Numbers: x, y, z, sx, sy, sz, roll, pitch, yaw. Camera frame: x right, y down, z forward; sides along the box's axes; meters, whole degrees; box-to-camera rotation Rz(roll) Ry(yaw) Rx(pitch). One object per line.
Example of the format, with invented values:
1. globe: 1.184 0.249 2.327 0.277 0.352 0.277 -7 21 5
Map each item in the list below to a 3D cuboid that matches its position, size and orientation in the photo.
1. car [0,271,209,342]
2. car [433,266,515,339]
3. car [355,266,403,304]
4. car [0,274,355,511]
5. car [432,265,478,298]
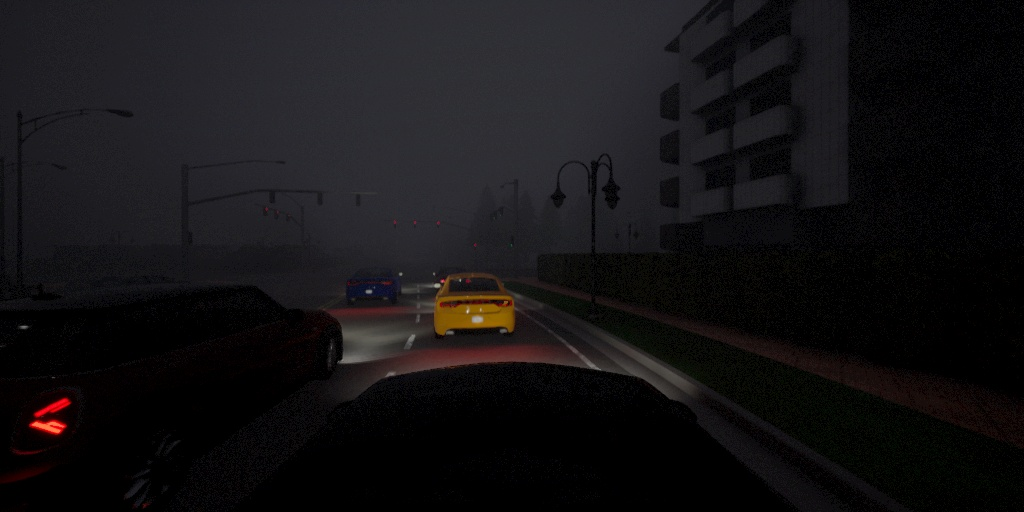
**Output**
1. car: -12.047 1.276 10.973 2.033 1.411 5.357 0 0 -14
2. car: -1.160 1.207 10.120 1.882 1.535 5.008 0 0 -10
3. car: -5.976 1.193 15.938 1.882 1.535 5.008 0 0 -14
4. car: -3.832 1.096 4.266 2.097 1.767 4.553 0 0 -4
5. car: -3.289 1.253 19.712 2.033 1.411 5.357 0 0 -14
